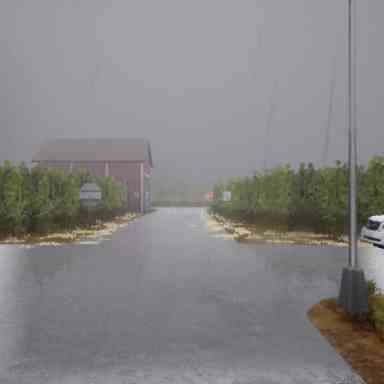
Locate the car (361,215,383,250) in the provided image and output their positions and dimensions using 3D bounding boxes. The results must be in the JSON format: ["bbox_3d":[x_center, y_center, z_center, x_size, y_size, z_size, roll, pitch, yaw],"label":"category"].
[{"bbox_3d":[9.200,1.219,11.985,5.566,2.045,2.150,1,-1,0],"label":"car"}]
